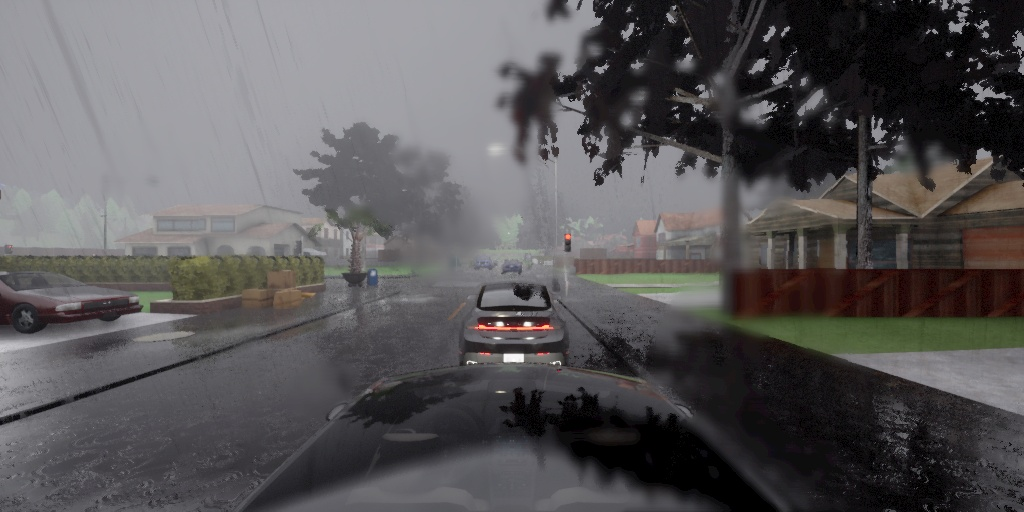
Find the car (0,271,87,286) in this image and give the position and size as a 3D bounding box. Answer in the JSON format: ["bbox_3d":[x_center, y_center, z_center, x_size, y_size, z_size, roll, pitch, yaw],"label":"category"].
[{"bbox_3d":[-35.315,1.102,26.762,4.553,1.767,2.097,0,0,0],"label":"car"}]

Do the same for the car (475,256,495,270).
[{"bbox_3d":[-4.059,0.971,52.258,2.150,2.045,5.566,0,0,0],"label":"car"}]

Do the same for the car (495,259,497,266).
[{"bbox_3d":[-4.024,1.241,62.308,2.128,1.511,4.902,0,0,0],"label":"car"}]

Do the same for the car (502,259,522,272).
[{"bbox_3d":[0.043,1.102,41.117,2.097,1.767,4.553,0,0,2],"label":"car"}]

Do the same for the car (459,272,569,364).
[{"bbox_3d":[0.047,1.255,7.654,1.837,1.490,4.892,0,0,1],"label":"car"}]
